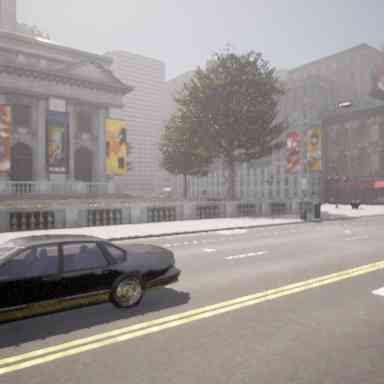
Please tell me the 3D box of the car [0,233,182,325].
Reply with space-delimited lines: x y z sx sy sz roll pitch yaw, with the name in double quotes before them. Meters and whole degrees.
"car" -2.803 1.543 6.293 5.357 1.411 2.033 0 0 -36
